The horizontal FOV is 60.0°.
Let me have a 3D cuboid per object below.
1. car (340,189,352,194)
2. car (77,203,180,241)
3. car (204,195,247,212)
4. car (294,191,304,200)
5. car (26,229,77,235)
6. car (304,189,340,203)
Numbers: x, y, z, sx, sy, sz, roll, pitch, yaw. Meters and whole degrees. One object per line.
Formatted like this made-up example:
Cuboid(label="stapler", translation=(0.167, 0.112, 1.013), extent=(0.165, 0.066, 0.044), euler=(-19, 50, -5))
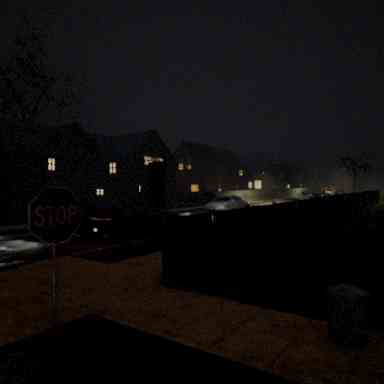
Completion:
Cuboid(label="car", translation=(21.633, 0.293, 47.663), extent=(1.837, 1.490, 4.892), euler=(0, 1, 37))
Cuboid(label="car", translation=(-2.486, 1.267, 15.491), extent=(2.128, 1.511, 4.902), euler=(0, 1, 37))
Cuboid(label="car", translation=(2.884, 0.990, 27.400), extent=(1.812, 1.442, 4.674), euler=(0, 1, 37))
Cuboid(label="car", translation=(14.850, 0.581, 43.236), extent=(1.895, 1.301, 4.718), euler=(0, 1, 37))
Cuboid(label="car", translation=(-5.235, 1.361, 16.610), extent=(2.033, 1.411, 5.357), euler=(0, 1, 38))
Cuboid(label="car", translation=(15.410, 0.519, 39.301), extent=(2.128, 1.511, 4.902), euler=(0, 1, 38))
